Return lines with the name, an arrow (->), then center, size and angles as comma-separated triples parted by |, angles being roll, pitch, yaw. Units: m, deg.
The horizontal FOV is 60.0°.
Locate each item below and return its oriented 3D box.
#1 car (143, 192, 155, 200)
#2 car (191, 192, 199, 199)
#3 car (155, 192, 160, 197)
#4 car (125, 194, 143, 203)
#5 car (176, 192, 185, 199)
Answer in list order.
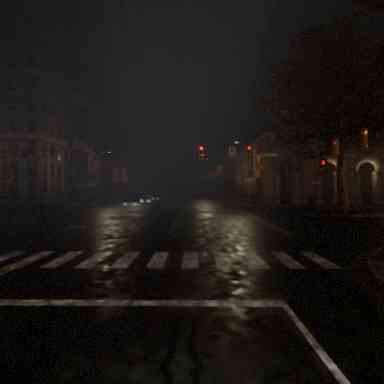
car -> -9.856, 1.000, 71.824 | 1.895, 1.301, 4.718 | 0, 0, 1
car -> 0.793, 0.789, 79.931 | 2.128, 1.511, 4.902 | 0, 0, 1
car -> -9.562, 0.704, 87.989 | 1.895, 1.301, 4.718 | 0, 0, 1
car -> -10.122, 1.009, 56.510 | 1.882, 1.535, 5.008 | 0, 1, 1
car -> -2.706, 0.787, 79.993 | 2.128, 1.511, 4.902 | 0, 0, 1
